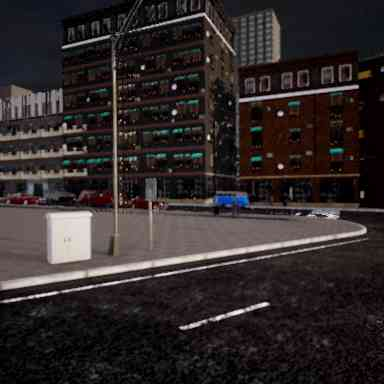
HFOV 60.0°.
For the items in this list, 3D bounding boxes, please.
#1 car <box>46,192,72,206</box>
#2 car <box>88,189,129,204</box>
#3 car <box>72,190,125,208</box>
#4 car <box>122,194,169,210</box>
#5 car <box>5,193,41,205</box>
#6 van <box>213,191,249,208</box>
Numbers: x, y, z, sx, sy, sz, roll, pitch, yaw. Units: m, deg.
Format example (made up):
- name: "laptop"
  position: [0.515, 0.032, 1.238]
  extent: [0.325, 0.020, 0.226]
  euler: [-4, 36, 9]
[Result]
- name: "car"
  position: [-15.042, 0.787, 39.575]
  extent: [4.902, 1.511, 2.128]
  euler: [1, 1, 24]
- name: "car"
  position: [-11.060, 0.584, 44.159]
  extent: [5.009, 1.841, 2.192]
  euler: [1, 0, 24]
- name: "car"
  position: [-9.359, 0.741, 34.265]
  extent: [5.009, 1.841, 2.192]
  euler: [1, 0, 24]
- name: "car"
  position: [-4.205, 1.087, 32.004]
  extent: [4.206, 1.307, 1.802]
  euler: [1, 0, 24]
- name: "car"
  position: [-19.685, 0.807, 38.787]
  extent: [4.507, 1.381, 1.887]
  euler: [1, 0, 24]
- name: "van"
  position: [4.415, 0.849, 37.379]
  extent: [3.998, 1.788, 1.690]
  euler: [1, 0, 24]
